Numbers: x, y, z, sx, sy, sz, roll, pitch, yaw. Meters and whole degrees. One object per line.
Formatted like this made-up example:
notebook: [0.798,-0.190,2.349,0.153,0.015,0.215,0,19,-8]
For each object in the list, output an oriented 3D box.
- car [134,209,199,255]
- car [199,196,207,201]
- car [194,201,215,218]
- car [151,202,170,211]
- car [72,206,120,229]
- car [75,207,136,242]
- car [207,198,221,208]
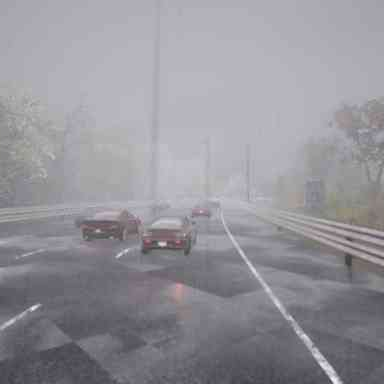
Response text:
car: [-0.849,1.676,13.935,1.812,1.442,4.674,0,-1,4]
car: [3.638,2.427,79.980,2.128,1.511,4.902,0,-1,9]
car: [1.105,1.947,35.073,1.994,1.385,4.181,0,-1,6]
car: [-4.457,2.127,48.277,1.895,1.301,4.718,0,-1,7]
car: [-6.967,1.822,24.612,1.994,1.385,4.181,0,-1,5]
car: [-4.069,1.663,17.601,1.882,1.535,5.008,0,-1,5]
car: [4.333,2.162,61.238,1.882,1.535,5.008,0,-1,8]
